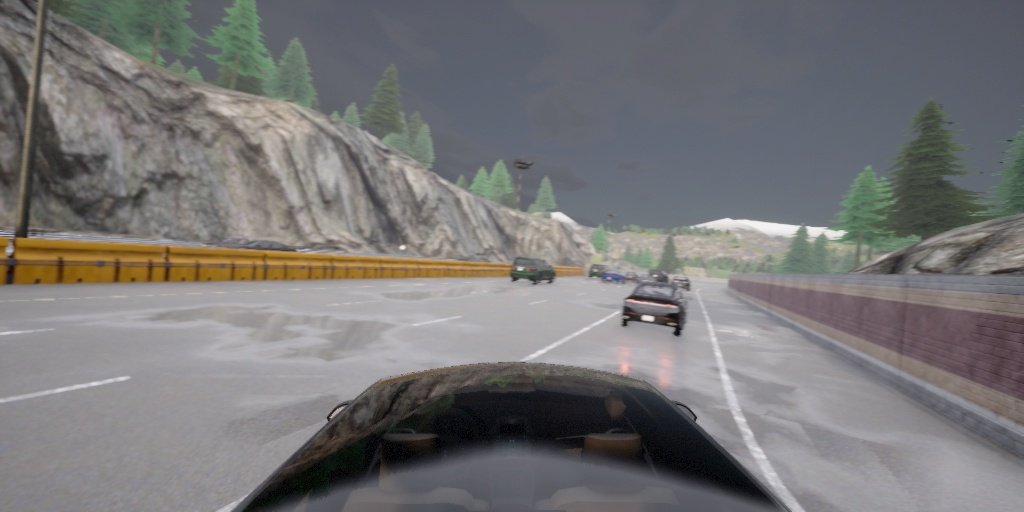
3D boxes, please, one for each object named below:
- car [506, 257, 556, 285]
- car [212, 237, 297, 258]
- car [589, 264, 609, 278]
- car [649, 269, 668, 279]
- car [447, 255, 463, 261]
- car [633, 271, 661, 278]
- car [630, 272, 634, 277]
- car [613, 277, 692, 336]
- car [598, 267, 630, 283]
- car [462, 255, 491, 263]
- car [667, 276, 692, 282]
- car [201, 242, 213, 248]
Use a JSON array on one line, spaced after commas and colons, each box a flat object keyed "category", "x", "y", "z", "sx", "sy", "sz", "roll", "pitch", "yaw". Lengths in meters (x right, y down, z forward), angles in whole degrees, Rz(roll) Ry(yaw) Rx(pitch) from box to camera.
[{"category": "car", "x": 1.802, "y": 1.195, "z": 29.195, "sx": 2.150, "sy": 2.045, "sz": 5.566, "roll": 5, "pitch": 0, "yaw": 26}, {"category": "car", "x": -18.952, "y": -0.473, "z": 27.096, "sx": 1.882, "sy": 1.535, "sz": 5.008, "roll": 5, "pitch": 0, "yaw": 27}, {"category": "car", "x": 12.590, "y": 2.235, "z": 50.444, "sx": 2.150, "sy": 2.045, "sz": 5.566, "roll": 5, "pitch": 0, "yaw": 30}, {"category": "car", "x": 20.304, "y": 2.945, "z": 49.934, "sx": 2.150, "sy": 2.045, "sz": 5.566, "roll": 5, "pitch": 0, "yaw": 32}, {"category": "car", "x": -8.301, "y": 0.588, "z": 56.184, "sx": 2.128, "sy": 1.511, "sz": 4.902, "roll": 5, "pitch": 0, "yaw": 28}, {"category": "car", "x": 15.529, "y": 2.830, "z": 41.260, "sx": 1.994, "sy": 1.385, "sz": 4.181, "roll": 5, "pitch": 0, "yaw": 28}, {"category": "car", "x": 16.941, "y": 2.964, "z": 51.252, "sx": 2.033, "sy": 1.411, "sz": 5.357, "roll": 5, "pitch": 0, "yaw": 31}, {"category": "car", "x": 5.221, "y": 1.745, "z": 12.833, "sx": 2.128, "sy": 1.511, "sz": 4.902, "roll": 5, "pitch": 0, "yaw": 28}, {"category": "car", "x": 12.016, "y": 2.420, "z": 42.067, "sx": 1.882, "sy": 1.535, "sz": 5.008, "roll": 5, "pitch": 0, "yaw": 28}, {"category": "car", "x": -5.084, "y": 0.897, "z": 54.808, "sx": 1.837, "sy": 1.490, "sz": 4.892, "roll": 5, "pitch": -1, "yaw": 28}, {"category": "car", "x": 19.121, "y": 3.088, "z": 40.585, "sx": 2.128, "sy": 1.511, "sz": 4.902, "roll": 5, "pitch": 0, "yaw": 28}, {"category": "car", "x": -21.940, "y": -0.731, "z": 28.926, "sx": 2.128, "sy": 1.511, "sz": 4.902, "roll": 5, "pitch": 0, "yaw": 27}]
